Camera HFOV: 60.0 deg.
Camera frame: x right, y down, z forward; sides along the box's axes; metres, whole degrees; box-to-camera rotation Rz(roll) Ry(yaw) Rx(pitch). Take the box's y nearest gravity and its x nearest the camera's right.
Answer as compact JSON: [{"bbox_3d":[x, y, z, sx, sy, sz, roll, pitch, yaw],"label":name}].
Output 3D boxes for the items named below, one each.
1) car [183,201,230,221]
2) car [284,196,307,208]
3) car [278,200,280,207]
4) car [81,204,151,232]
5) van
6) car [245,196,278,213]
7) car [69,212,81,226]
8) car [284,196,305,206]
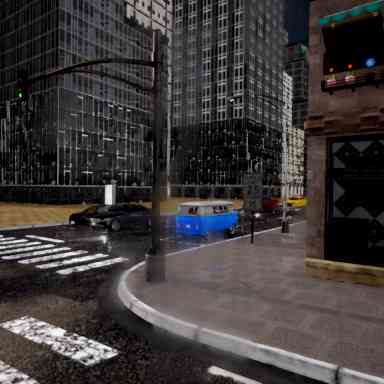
[{"bbox_3d":[1.278,1.489,27.516,1.994,1.385,4.181,1,1,35],"label":"car"},{"bbox_3d":[14.103,1.368,45.361,1.882,1.535,5.008,1,1,36],"label":"car"},{"bbox_3d":[10.139,1.295,44.378,1.967,1.590,4.097,1,1,36],"label":"car"},{"bbox_3d":[-3.993,1.468,20.114,1.812,1.442,4.674,1,1,37],"label":"car"},{"bbox_3d":[0.893,1.369,16.992,1.690,1.788,3.998,1,1,36],"label":"van"},{"bbox_3d":[7.107,1.261,35.653,2.097,1.767,4.553,1,1,36],"label":"car"},{"bbox_3d":[-5.931,1.469,21.863,1.947,1.339,4.313,1,1,36],"label":"car"},{"bbox_3d":[16.468,1.365,53.248,1.752,1.417,4.829,1,1,36],"label":"car"}]
